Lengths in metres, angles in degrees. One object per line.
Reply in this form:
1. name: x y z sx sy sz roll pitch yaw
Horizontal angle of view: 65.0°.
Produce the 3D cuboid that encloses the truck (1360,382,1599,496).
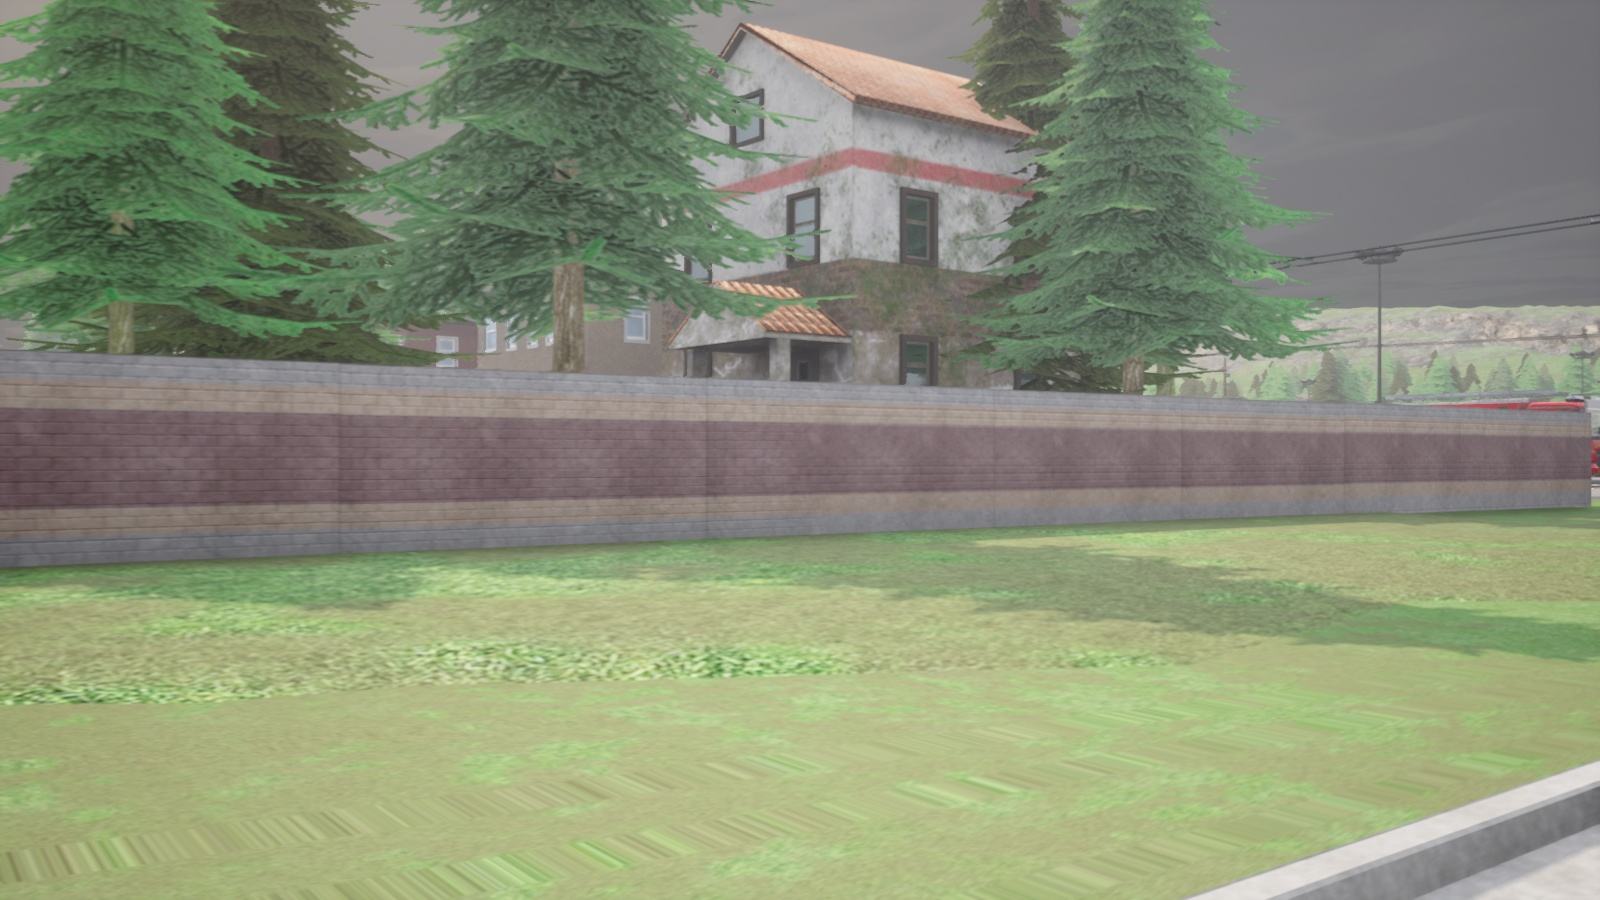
1. truck: 25.534 -0.351 46.444 2.891 3.827 8.468 0 0 -37
